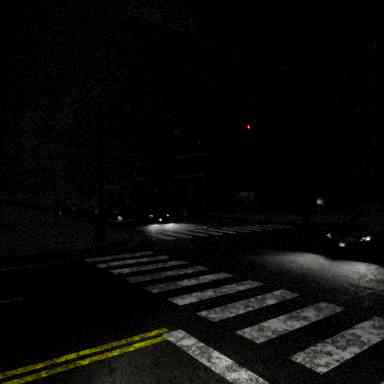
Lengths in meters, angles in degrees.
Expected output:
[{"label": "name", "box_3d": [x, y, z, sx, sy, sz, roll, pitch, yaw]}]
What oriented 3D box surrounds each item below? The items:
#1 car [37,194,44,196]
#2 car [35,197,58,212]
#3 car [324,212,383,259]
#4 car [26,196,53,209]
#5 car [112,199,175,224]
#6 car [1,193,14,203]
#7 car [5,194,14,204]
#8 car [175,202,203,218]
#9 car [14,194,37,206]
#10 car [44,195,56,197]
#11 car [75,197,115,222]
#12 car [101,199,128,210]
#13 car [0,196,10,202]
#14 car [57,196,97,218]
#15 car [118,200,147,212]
[{"label": "car", "box_3d": [-35.851, 1.488, 79.718, 1.967, 1.590, 4.097, 0, 0, -35]}, {"label": "car", "box_3d": [-16.816, 1.563, 39.150, 1.802, 1.307, 4.206, 0, 0, -35]}, {"label": "car", "box_3d": [7.024, 1.531, 12.755, 4.674, 1.442, 1.812, 0, 0, -36]}, {"label": "car", "box_3d": [-20.012, 1.534, 43.639, 2.008, 1.369, 4.403, 0, 0, -35]}, {"label": "car", "box_3d": [-3.788, 1.541, 25.200, 2.033, 1.411, 5.357, 0, 0, -37]}, {"label": "car", "box_3d": [-39.192, 1.556, 70.573, 1.887, 1.381, 4.507, 0, 0, -35]}, {"label": "car", "box_3d": [-32.799, 1.551, 61.595, 2.008, 1.369, 4.403, 0, 0, -35]}, {"label": "car", "box_3d": [-0.689, 1.581, 30.338, 1.947, 1.339, 4.313, 0, 0, -35]}, {"label": "car", "box_3d": [-26.405, 1.430, 52.617, 1.967, 1.590, 4.097, 0, 0, -35]}, {"label": "car", "box_3d": [-29.458, 1.478, 70.739, 1.967, 1.590, 4.097, 0, 0, -35]}, {"label": "car", "box_3d": [-7.226, 1.423, 25.684, 1.967, 1.590, 4.097, 0, 0, -35]}, {"label": "car", "box_3d": [-10.279, 1.579, 43.806, 1.947, 1.339, 4.313, 0, 0, -35]}, {"label": "car", "box_3d": [-42.389, 1.598, 75.063, 1.802, 1.307, 4.206, 0, 0, -35]}, {"label": "car", "box_3d": [-10.422, 1.421, 30.173, 1.967, 1.590, 4.097, 0, 0, -35]}, {"label": "car", "box_3d": [-7.083, 1.594, 39.317, 1.802, 1.307, 4.206, 0, 0, -35]}]
